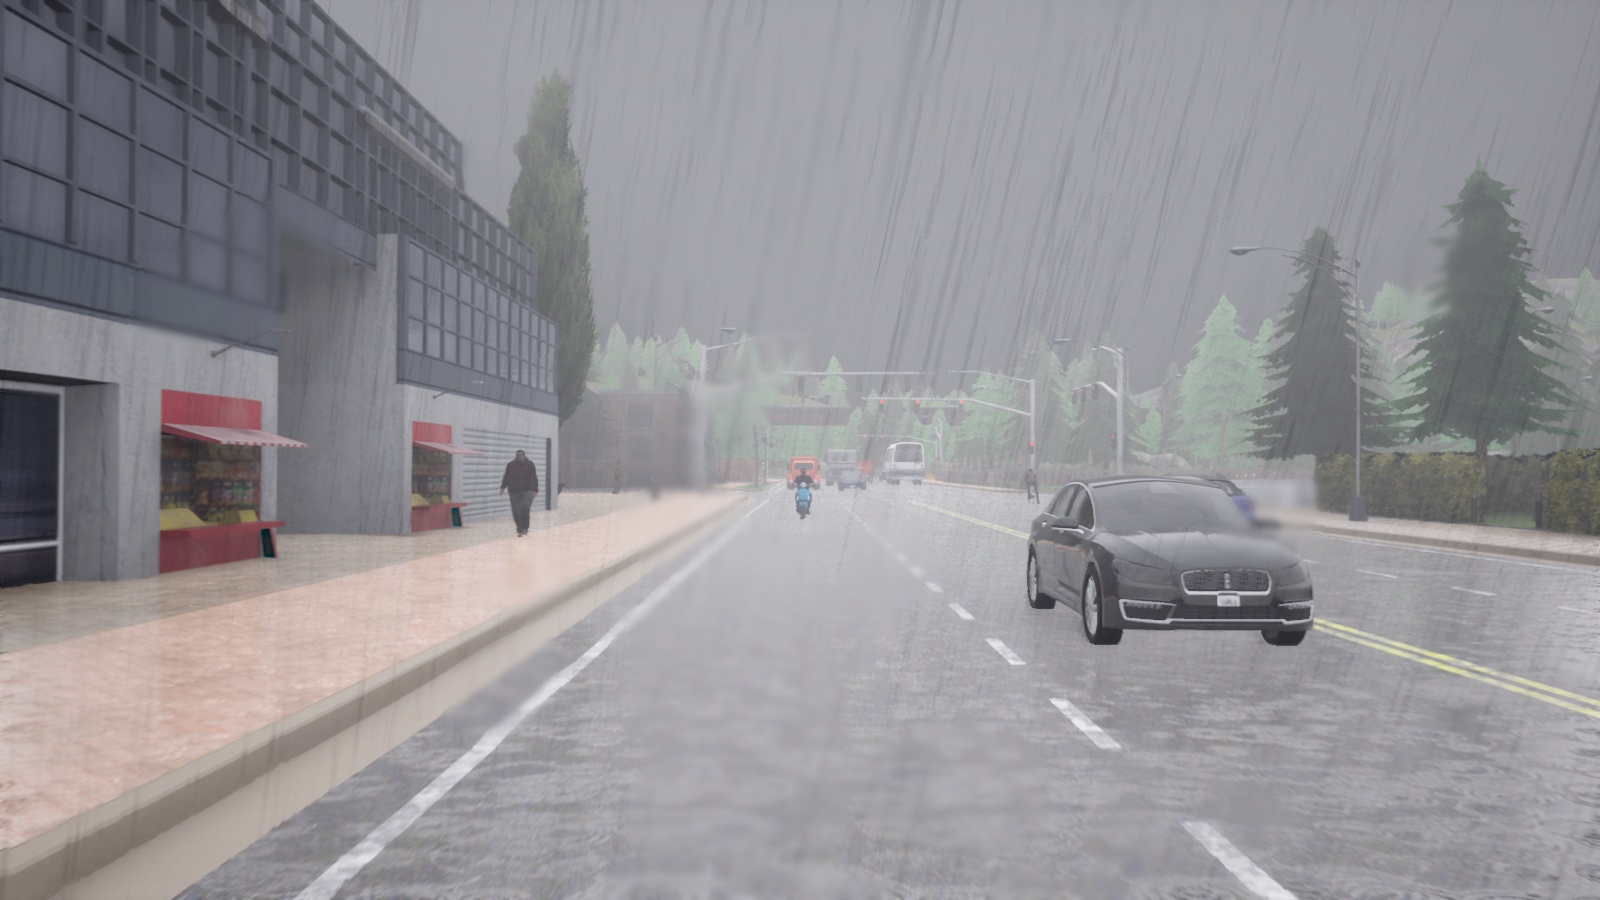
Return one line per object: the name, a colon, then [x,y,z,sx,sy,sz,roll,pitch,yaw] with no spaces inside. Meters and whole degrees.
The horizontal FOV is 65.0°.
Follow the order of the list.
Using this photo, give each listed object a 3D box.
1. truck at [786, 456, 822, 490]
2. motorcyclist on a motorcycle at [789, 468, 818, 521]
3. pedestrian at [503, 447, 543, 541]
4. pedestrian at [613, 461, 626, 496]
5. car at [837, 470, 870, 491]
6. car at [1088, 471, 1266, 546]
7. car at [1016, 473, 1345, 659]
truck: [0.304,1.759,95.637,2.627,2.467,5.204,0,-1,0]
motorcyclist on a motorcycle: [0.117,1.347,38.767,0.866,1.590,1.817,0,-1,0]
pedestrian: [-5.559,0.871,25.217,0.634,1.844,0.899,0,-1,-2]
pedestrian: [-9.657,1.516,67.142,0.709,1.840,0.431,0,-1,-7]
car: [3.786,2.145,89.855,2.163,1.488,4.792,0,-1,0]
car: [8.030,1.202,27.186,1.816,1.474,4.193,0,-1,-14]
car: [3.525,0.993,12.692,1.837,1.490,4.892,0,-1,0]
